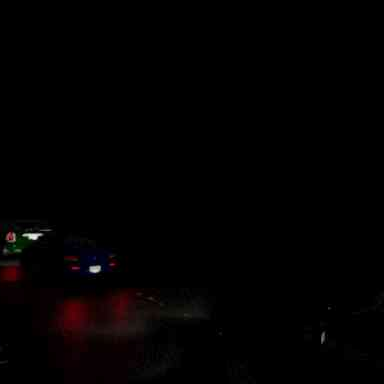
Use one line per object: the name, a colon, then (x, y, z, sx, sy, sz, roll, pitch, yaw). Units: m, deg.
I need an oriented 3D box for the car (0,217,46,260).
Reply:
car: (-7.974, 1.953, 15.405, 2.097, 1.767, 4.553, 4, -4, -40)

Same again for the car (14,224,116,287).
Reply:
car: (-4.120, 1.989, 10.842, 1.812, 1.442, 4.674, 4, -4, -40)

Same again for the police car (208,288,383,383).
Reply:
police car: (2.273, 1.660, 3.300, 1.930, 1.638, 5.238, 4, -4, -40)
